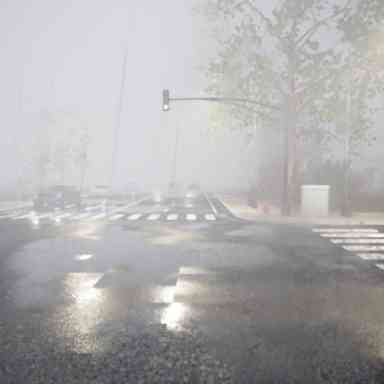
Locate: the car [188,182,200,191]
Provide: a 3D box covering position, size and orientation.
[{"bbox_3d":[0.272,-0.923,55.392,1.994,1.385,4.181,0,3,1],"label":"car"}]

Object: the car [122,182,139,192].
[{"bbox_3d":[-9.556,-0.815,52.206,1.812,1.442,4.674,0,2,1],"label":"car"}]

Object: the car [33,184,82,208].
[{"bbox_3d":[-9.920,0.210,24.783,2.097,1.767,4.553,0,2,1],"label":"car"}]

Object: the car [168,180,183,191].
[{"bbox_3d":[-2.977,-0.962,55.461,1.812,1.442,4.674,0,3,1],"label":"car"}]

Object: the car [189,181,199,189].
[{"bbox_3d":[0.388,-1.369,65.450,1.994,1.385,4.181,0,3,1],"label":"car"}]

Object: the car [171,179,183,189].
[{"bbox_3d":[-2.863,-1.578,65.448,2.097,1.767,4.553,0,3,1],"label":"car"}]

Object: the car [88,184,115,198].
[{"bbox_3d":[-9.782,-0.122,36.418,1.812,1.442,4.674,0,3,1],"label":"car"}]
